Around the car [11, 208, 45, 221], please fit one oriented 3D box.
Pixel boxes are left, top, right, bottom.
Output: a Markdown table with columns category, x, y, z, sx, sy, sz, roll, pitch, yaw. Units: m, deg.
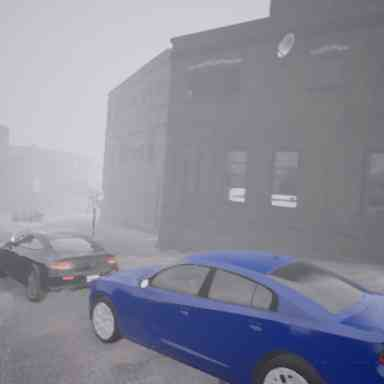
| category | x | y | z | sx | sy | sz | roll | pitch | yaw |
| --- | --- | --- | --- | --- | --- | --- | --- | --- | --- |
| car | -16.878 | 2.394 | 34.450 | 2.033 | 1.411 | 5.357 | 4 | -3 | -9 |

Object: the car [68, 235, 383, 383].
| category | x | y | z | sx | sy | sz | roll | pitch | yaw |
| --- | --- | --- | --- | --- | --- | --- | --- | --- | --- |
| car | 0.441 | 1.597 | 4.848 | 5.008 | 1.535 | 1.882 | -1 | -2 | 40 |

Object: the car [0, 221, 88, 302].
| category | x | y | z | sx | sy | sz | roll | pitch | yaw |
| --- | --- | --- | --- | --- | --- | --- | --- | --- | --- |
| car | -3.677 | 1.699 | 8.763 | 1.812 | 1.442 | 4.674 | 3 | -3 | -43 |

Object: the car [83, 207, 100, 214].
| category | x | y | z | sx | sy | sz | roll | pitch | yaw |
| --- | --- | --- | --- | --- | --- | --- | --- | --- | --- |
| car | -18.378 | 3.327 | 61.438 | 1.994 | 1.385 | 4.181 | 5 | -2 | 12 |
